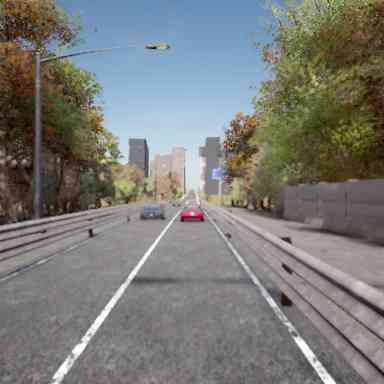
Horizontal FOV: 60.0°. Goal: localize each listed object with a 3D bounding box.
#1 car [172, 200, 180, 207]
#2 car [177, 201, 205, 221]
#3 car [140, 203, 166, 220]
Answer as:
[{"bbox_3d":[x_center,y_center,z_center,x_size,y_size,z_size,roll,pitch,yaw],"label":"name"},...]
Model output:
[{"bbox_3d":[-3.225,2.362,70.690,2.033,1.411,5.357,0,-1,0],"label":"car"},{"bbox_3d":[0.032,1.676,28.121,1.994,1.385,4.181,0,0,0],"label":"car"},{"bbox_3d":[-3.336,1.684,29.108,1.994,1.385,4.181,0,-1,0],"label":"car"}]
